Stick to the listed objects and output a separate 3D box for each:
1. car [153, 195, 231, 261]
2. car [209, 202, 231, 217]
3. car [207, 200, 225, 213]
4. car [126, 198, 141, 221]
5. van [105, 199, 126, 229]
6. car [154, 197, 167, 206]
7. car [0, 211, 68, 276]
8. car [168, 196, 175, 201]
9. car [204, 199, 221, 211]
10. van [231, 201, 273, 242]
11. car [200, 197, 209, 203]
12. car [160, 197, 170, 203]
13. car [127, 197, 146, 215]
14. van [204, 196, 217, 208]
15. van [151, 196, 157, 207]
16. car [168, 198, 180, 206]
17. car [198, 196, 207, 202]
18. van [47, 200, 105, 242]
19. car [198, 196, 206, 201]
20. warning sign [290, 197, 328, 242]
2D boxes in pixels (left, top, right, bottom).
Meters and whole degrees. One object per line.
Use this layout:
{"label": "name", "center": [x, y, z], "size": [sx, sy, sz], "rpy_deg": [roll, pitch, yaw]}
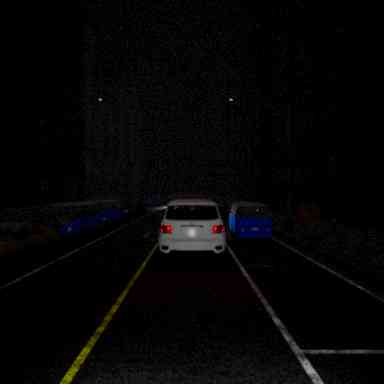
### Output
{"label": "car", "center": [0.021, 1.258, 12.511], "size": [2.150, 2.045, 5.566], "rpy_deg": [0, 0, 1]}
{"label": "car", "center": [2.727, 1.675, 33.231], "size": [1.802, 1.307, 4.206], "rpy_deg": [0, 0, 0]}
{"label": "car", "center": [2.721, 1.690, 38.872], "size": [1.802, 1.307, 4.206], "rpy_deg": [0, 0, 0]}
{"label": "car", "center": [-5.793, 1.518, 27.578], "size": [1.967, 1.590, 4.097], "rpy_deg": [0, 0, 0]}
{"label": "van", "center": [-5.788, 1.403, 21.938], "size": [1.690, 1.788, 3.998], "rpy_deg": [0, 0, 0]}
{"label": "car", "center": [-5.827, 1.714, 61.424], "size": [1.887, 1.381, 4.507], "rpy_deg": [0, 0, 0]}
{"label": "car", "center": [-5.776, 1.555, 10.486], "size": [1.752, 1.417, 4.829], "rpy_deg": [0, 0, 0]}
{"label": "car", "center": [-5.860, 1.818, 95.269], "size": [1.947, 1.339, 4.313], "rpy_deg": [0, 0, 0]}
{"label": "car", "center": [2.715, 1.690, 44.513], "size": [1.947, 1.339, 4.313], "rpy_deg": [0, 0, 0]}
{"label": "van", "center": [2.743, 1.387, 16.310], "size": [1.690, 1.788, 3.998], "rpy_deg": [0, 0, 0]}
{"label": "car", "center": [2.687, 1.744, 72.716], "size": [1.887, 1.381, 4.507], "rpy_deg": [0, 0, 0]}
{"label": "car", "center": [-5.838, 1.765, 72.705], "size": [1.947, 1.339, 4.313], "rpy_deg": [0, 0, 0]}
{"label": "car", "center": [-5.800, 1.408, 33.220], "size": [2.192, 1.841, 5.009], "rpy_deg": [0, 0, 0]}
{"label": "van", "center": [2.709, 1.480, 50.154], "size": [1.690, 1.788, 3.998], "rpy_deg": [0, 0, 0]}
{"label": "van", "center": [-5.822, 1.495, 55.783], "size": [1.690, 1.788, 3.998], "rpy_deg": [0, 0, 0]}
{"label": "car", "center": [-3.115, 1.761, 57.975], "size": [1.895, 1.301, 4.718], "rpy_deg": [0, 0, 0]}
{"label": "car", "center": [2.676, 1.777, 83.997], "size": [2.008, 1.369, 4.403], "rpy_deg": [0, 0, 0]}
{"label": "van", "center": [-5.783, 1.387, 16.297], "size": [1.690, 1.788, 3.998], "rpy_deg": [0, 0, 0]}
{"label": "car", "center": [2.671, 1.805, 89.638], "size": [1.947, 1.339, 4.313], "rpy_deg": [0, 0, 0]}
{"label": "warning sign", "center": [5.057, 1.156, 14.451], "size": [1.300, 1.860, 1.060], "rpy_deg": [0, 0, 0]}
